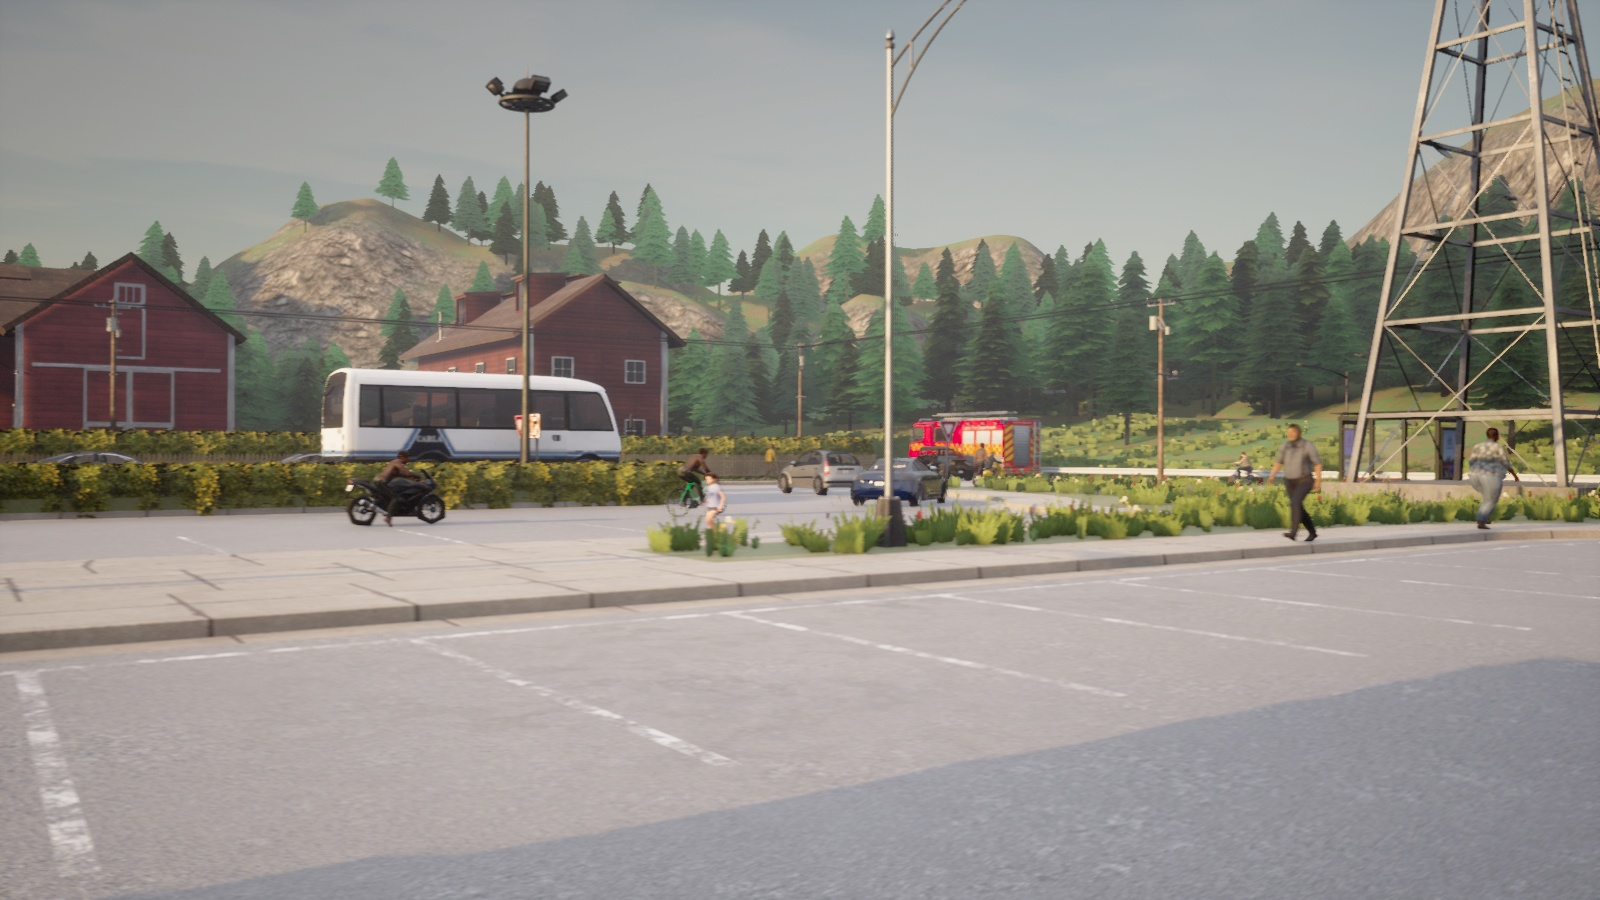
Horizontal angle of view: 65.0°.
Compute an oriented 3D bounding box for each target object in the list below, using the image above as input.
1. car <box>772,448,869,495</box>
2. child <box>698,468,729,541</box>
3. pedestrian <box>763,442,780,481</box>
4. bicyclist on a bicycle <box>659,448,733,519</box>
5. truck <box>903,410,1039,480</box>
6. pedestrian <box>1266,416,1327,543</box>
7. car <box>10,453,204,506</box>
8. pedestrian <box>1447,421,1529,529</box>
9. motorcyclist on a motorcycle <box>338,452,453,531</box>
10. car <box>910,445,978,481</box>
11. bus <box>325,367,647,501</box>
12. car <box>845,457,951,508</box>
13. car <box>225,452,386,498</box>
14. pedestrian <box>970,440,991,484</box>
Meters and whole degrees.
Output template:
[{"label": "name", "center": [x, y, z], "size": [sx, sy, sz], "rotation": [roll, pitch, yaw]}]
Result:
[{"label": "car", "center": [0.684, 0.753, 45.533], "size": [1.851, 1.617, 3.988], "rotation": [0, 0, -27]}, {"label": "child", "center": [-1.323, 0.827, 19.285], "size": [0.394, 1.110, 0.255], "rotation": [0, 0, -39]}, {"label": "pedestrian", "center": [-1.344, 0.549, 59.668], "size": [0.726, 1.835, 0.370], "rotation": [0, 0, -31]}, {"label": "bicyclist on a bicycle", "center": [-2.417, 0.775, 29.232], "size": [1.656, 1.620, 0.582], "rotation": [1, -1, -35]}, {"label": "truck", "center": [9.727, -0.262, 72.651], "size": [2.891, 3.827, 8.468], "rotation": [0, 0, -34]}, {"label": "pedestrian", "center": [7.389, 0.430, 18.696], "size": [0.694, 1.848, 0.540], "rotation": [0, 0, -34]}, {"label": "car", "center": [-20.728, 0.836, 37.637], "size": [4.902, 1.511, 2.128], "rotation": [0, 0, -34]}, {"label": "pedestrian", "center": [12.076, 0.429, 22.060], "size": [0.900, 1.855, 0.874], "rotation": [0, 0, -20]}, {"label": "motorcyclist on a motorcycle", "center": [-8.136, 0.806, 25.290], "size": [2.044, 1.523, 0.797], "rotation": [0, 0, -34]}, {"label": "car", "center": [7.824, 0.693, 68.736], "size": [1.905, 1.878, 3.866], "rotation": [0, 0, -26]}, {"label": "bus", "center": [-10.908, -0.500, 44.297], "size": [10.273, 4.253, 3.944], "rotation": [0, 0, -34]}, {"label": "car", "center": [2.919, 0.892, 36.499], "size": [1.994, 1.385, 4.181], "rotation": [0, 0, 21]}, {"label": "car", "center": [-17.357, 0.846, 44.151], "size": [4.902, 1.511, 2.128], "rotation": [0, 0, -34]}, {"label": "pedestrian", "center": [7.487, 0.512, 52.080], "size": [0.869, 1.805, 0.328], "rotation": [0, 0, -38]}]
